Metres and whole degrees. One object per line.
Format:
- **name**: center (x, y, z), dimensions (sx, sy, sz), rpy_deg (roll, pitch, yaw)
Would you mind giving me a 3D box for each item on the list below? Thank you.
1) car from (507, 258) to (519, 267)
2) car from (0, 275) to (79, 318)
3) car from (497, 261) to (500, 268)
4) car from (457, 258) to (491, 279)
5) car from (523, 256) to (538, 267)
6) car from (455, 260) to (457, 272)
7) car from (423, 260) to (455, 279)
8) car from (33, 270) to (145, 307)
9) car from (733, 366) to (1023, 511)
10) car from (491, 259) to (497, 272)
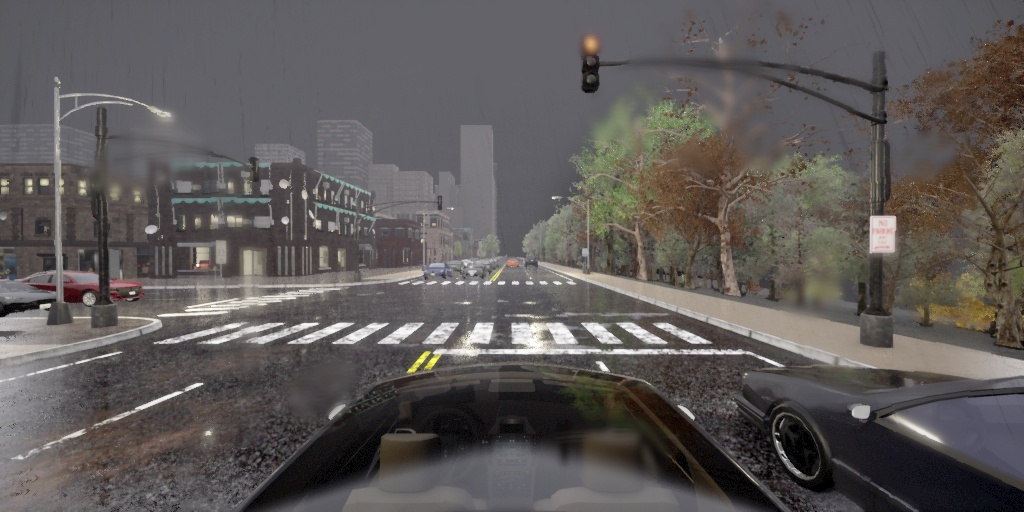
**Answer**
- **car**: center (0.157, 1.078, 63.816), dimensions (2.097, 1.767, 4.553), rpy_deg (0, 0, 1)
- **car**: center (-19.933, 1.564, 13.658), dimensions (4.313, 1.339, 1.948), rpy_deg (0, 0, 0)
- **car**: center (-3.281, 1.223, 51.753), dimensions (2.128, 1.511, 4.902), rpy_deg (0, 0, 0)
- **car**: center (-3.309, 1.233, 32.137), dimensions (2.128, 1.511, 4.902), rpy_deg (0, 0, 0)
- **car**: center (3.424, 0.947, 64.229), dimensions (2.150, 2.045, 5.566), rpy_deg (0, 0, 0)
- **car**: center (-6.546, 1.242, 41.806), dimensions (1.837, 1.490, 4.892), rpy_deg (0, 0, 0)
- **car**: center (-6.560, 1.266, 31.973), dimensions (1.812, 1.442, 4.674), rpy_deg (0, 0, 0)
- **car**: center (-19.822, 1.448, 16.363), dimensions (5.008, 1.535, 1.882), rpy_deg (-1, 1, 0)
- **car**: center (3.350, 1.297, 1.482), dimensions (2.033, 1.411, 5.357), rpy_deg (0, 0, 0)
- **car**: center (-3.294, 1.228, 42.123), dimensions (2.128, 1.511, 4.902), rpy_deg (0, 0, 0)
